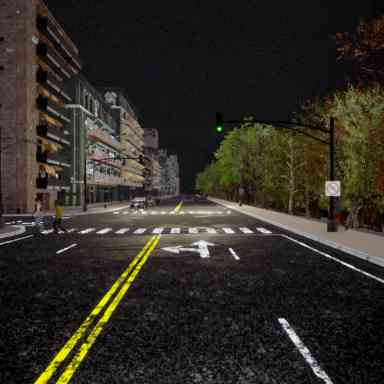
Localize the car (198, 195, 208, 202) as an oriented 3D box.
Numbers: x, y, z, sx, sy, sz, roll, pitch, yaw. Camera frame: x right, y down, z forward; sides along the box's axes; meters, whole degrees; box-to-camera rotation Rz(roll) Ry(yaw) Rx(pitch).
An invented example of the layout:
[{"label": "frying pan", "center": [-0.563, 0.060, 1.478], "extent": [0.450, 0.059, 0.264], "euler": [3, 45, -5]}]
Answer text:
[{"label": "car", "center": [2.614, 1.546, 74.538], "extent": [2.128, 1.511, 4.902], "euler": [0, 0, 0]}]

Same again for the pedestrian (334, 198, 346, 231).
[{"label": "pedestrian", "center": [7.818, 1.143, 17.783], "extent": [0.375, 1.860, 0.375], "euler": [0, 0, 0]}]

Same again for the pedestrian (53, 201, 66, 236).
[{"label": "pedestrian", "center": [-6.828, 1.295, 16.960], "extent": [0.375, 1.860, 0.375], "euler": [0, 0, 0]}]

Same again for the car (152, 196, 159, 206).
[{"label": "car", "center": [-7.049, 1.366, 53.879], "extent": [2.097, 1.767, 4.553], "euler": [0, 0, -1]}]

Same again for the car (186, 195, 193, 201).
[{"label": "car", "center": [-0.724, 1.492, 84.931], "extent": [1.812, 1.442, 4.674], "euler": [0, 0, 0]}]

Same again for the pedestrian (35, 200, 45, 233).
[{"label": "pedestrian", "center": [-8.387, 1.296, 18.245], "extent": [0.375, 1.860, 0.375], "euler": [0, 0, 0]}]

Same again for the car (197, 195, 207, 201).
[{"label": "car", "center": [2.525, 1.493, 84.958], "extent": [2.128, 1.511, 4.902], "euler": [0, 0, 0]}]

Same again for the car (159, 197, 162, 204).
[{"label": "car", "center": [-7.094, 1.623, 66.396], "extent": [1.895, 1.301, 4.718], "euler": [0, 0, 0]}]

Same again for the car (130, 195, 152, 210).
[{"label": "car", "center": [-6.975, 1.500, 44.075], "extent": [2.128, 1.511, 4.902], "euler": [0, 0, 0]}]

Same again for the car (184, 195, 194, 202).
[{"label": "car", "center": [-0.636, 1.546, 74.507], "extent": [2.128, 1.511, 4.902], "euler": [0, 0, 0]}]
